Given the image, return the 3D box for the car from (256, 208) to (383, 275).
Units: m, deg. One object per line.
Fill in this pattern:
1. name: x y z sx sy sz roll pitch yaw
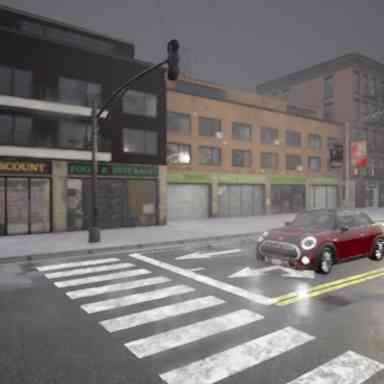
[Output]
1. car: 4.160 1.354 10.608 4.553 1.767 2.097 0 0 -36
